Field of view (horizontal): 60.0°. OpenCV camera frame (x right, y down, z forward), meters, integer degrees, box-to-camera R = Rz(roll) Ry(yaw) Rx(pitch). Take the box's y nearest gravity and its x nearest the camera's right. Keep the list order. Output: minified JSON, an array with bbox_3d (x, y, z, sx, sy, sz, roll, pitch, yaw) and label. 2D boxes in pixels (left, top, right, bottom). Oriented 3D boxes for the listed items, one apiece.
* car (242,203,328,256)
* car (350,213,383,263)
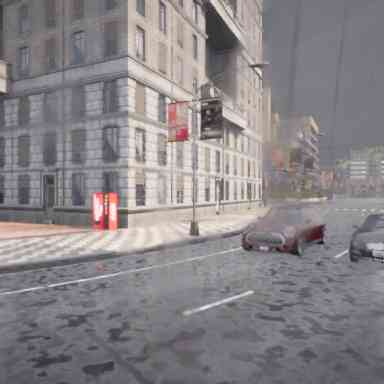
[{"bbox_3d":[3.806,1.352,13.268,2.097,1.767,4.553,0,0,37],"label":"car"},{"bbox_3d":[6.783,1.491,11.399,2.128,1.511,4.902,0,0,36],"label":"car"}]
